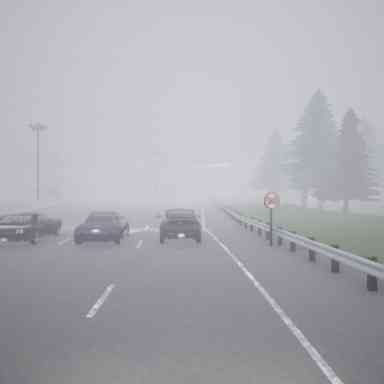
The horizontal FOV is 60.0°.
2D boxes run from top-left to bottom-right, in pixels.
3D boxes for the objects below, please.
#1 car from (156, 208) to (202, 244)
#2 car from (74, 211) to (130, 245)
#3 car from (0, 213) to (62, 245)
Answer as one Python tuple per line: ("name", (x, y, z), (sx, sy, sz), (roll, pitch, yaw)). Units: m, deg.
("car", (-0.618, 1.514, 15.924), (1.837, 1.490, 4.892), (0, 0, -4))
("car", (-4.108, 1.569, 15.658), (1.994, 1.385, 4.181), (0, 0, -4))
("car", (-7.600, 1.613, 15.423), (1.895, 1.301, 4.718), (0, 0, -4))
